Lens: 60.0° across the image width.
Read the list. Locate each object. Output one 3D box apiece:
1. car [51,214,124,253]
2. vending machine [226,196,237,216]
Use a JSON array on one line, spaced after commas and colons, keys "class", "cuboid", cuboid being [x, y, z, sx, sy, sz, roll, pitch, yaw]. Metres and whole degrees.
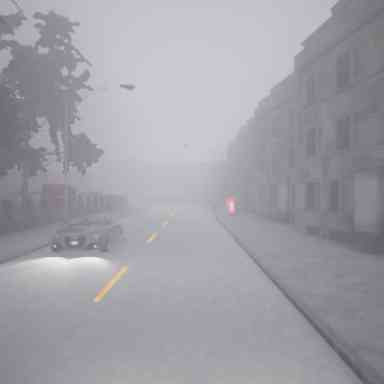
[{"class": "car", "cuboid": [-4.112, 1.599, 13.655, 1.994, 1.385, 4.181, 0, 0, 0]}, {"class": "vending machine", "cuboid": [4.261, 1.506, 36.350, 1.100, 2.100, 0.880, 0, 0, 0]}]
